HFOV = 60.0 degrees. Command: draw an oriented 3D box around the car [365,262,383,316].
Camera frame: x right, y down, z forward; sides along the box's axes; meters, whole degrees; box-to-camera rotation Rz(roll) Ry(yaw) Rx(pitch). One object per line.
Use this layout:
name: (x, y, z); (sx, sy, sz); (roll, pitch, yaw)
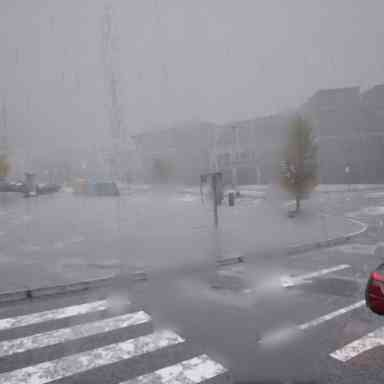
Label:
car: (5.047, 1.491, 6.127); (4.181, 1.385, 1.994); (-2, 1, -36)

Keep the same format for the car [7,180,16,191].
car: (-26.364, -0.863, 52.915); (2.002, 1.452, 4.674); (0, 6, 16)

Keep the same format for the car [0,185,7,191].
car: (-28.760, -1.028, 54.628); (2.097, 1.535, 5.008); (1, 6, 16)

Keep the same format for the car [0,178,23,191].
car: (-31.194, -1.269, 56.272); (2.185, 1.767, 4.553); (0, 6, 15)

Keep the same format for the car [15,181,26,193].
car: (-23.967, -0.775, 51.183); (2.231, 1.521, 4.892); (1, 6, 17)

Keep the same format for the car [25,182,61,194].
car: (-21.607, -0.611, 49.392); (2.163, 1.488, 4.792); (1, 6, 17)
